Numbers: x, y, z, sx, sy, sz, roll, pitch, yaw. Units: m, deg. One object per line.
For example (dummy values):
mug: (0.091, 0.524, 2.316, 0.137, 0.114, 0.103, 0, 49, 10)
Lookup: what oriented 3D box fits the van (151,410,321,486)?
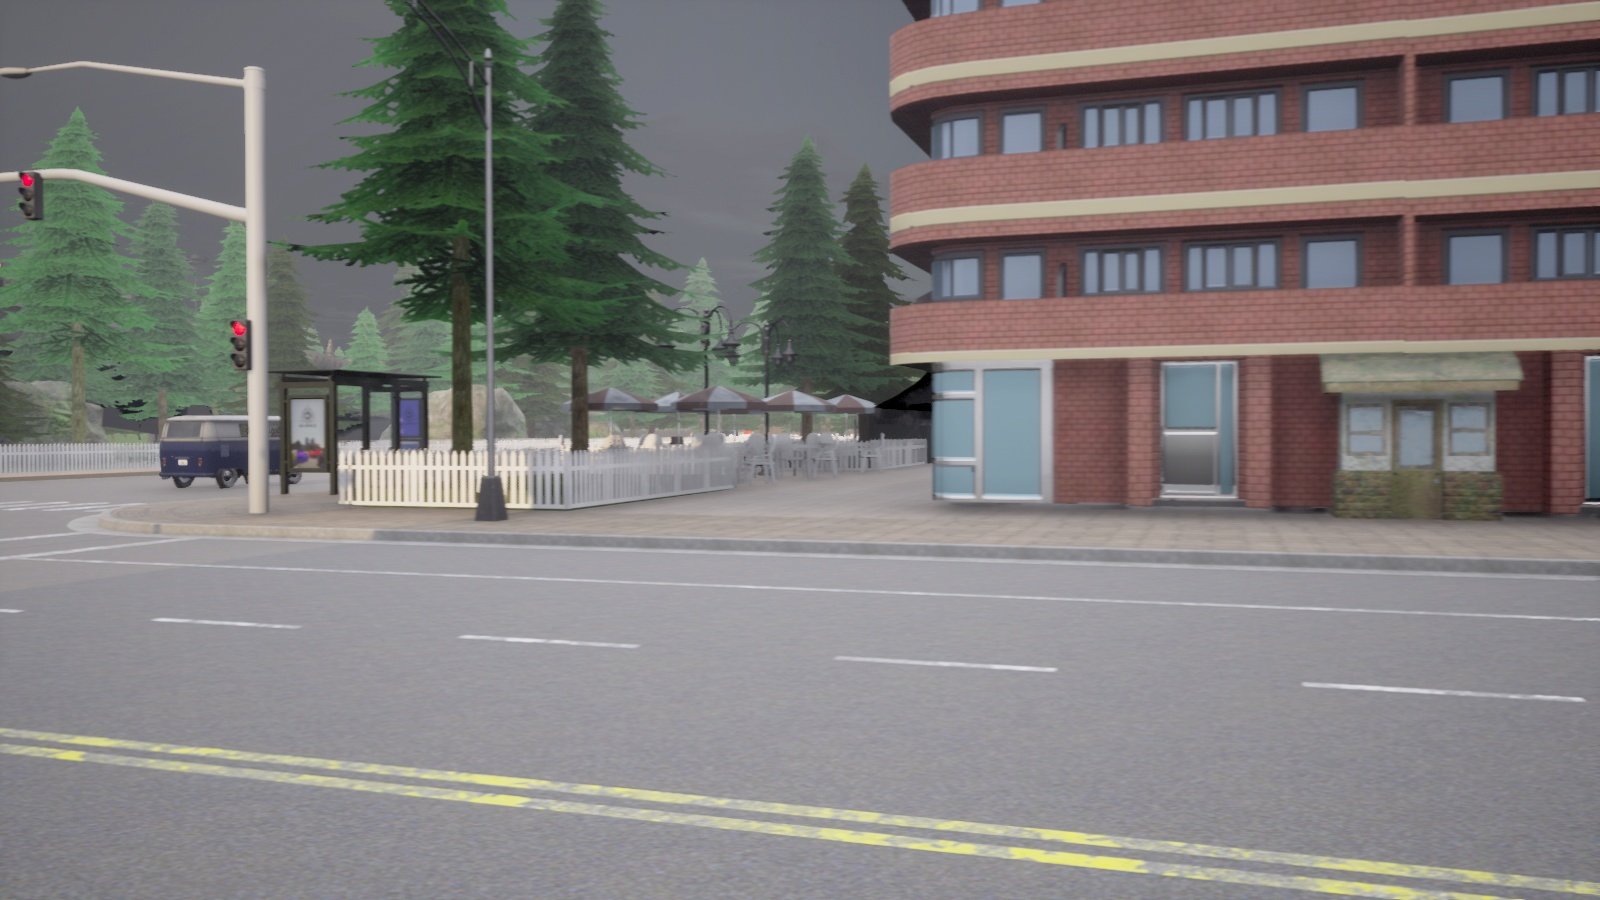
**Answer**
van: (-15.583, -0.095, 34.971, 1.775, 1.987, 4.442, 1, 1, 19)
